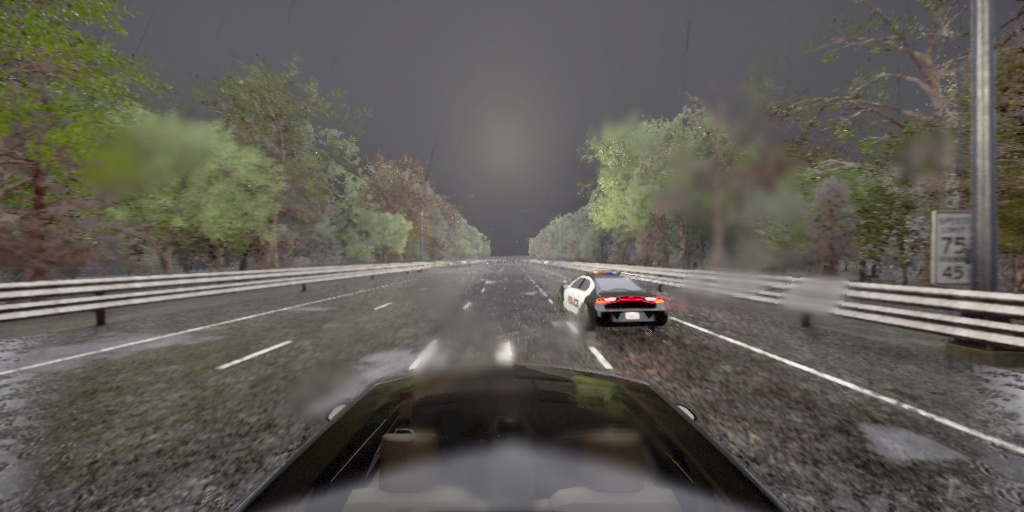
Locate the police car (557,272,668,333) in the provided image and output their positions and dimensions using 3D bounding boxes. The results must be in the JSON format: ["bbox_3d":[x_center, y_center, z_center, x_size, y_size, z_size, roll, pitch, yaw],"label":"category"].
[{"bbox_3d":[2.718,1.271,11.115,2.038,1.542,4.974,0,0,-5],"label":"police car"}]
